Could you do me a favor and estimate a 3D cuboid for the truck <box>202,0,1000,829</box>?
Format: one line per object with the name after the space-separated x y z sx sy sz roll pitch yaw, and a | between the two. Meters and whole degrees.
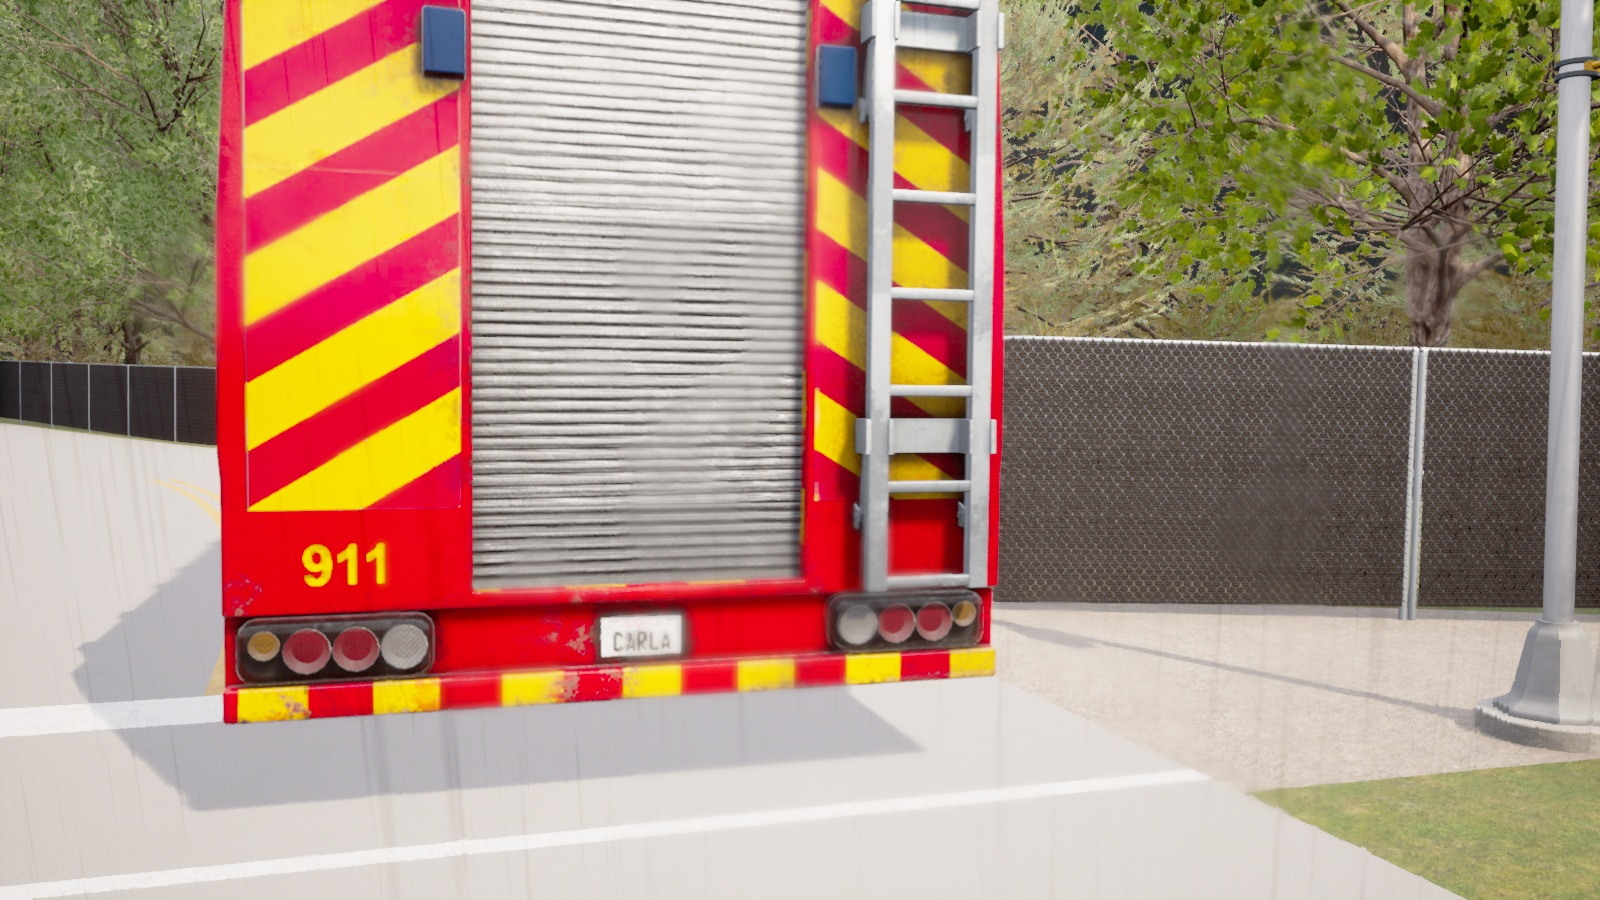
-1.848 -0.850 8.655 2.891 3.827 8.468 0 3 -17 | truck
